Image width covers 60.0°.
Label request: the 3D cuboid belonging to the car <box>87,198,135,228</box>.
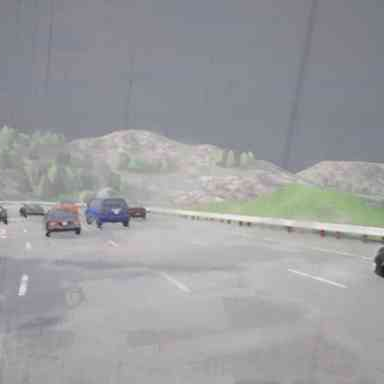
[{"bbox_3d":[-6.215,1.428,24.045,2.150,2.045,5.566,0,0,-29],"label":"car"}]

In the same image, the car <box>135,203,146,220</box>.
[{"bbox_3d":[-5.815,1.714,30.362,1.882,1.535,5.008,0,0,-30],"label":"car"}]

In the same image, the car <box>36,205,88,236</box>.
[{"bbox_3d":[-7.882,1.741,19.815,2.033,1.411,5.357,0,0,-27],"label":"car"}]

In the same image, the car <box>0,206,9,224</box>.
[{"bbox_3d":[-15.922,1.839,26.867,1.812,1.442,4.674,0,0,-31],"label":"car"}]

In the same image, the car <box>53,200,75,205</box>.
[{"bbox_3d":[-14.438,1.714,37.551,2.097,1.767,4.553,0,0,-33],"label":"car"}]

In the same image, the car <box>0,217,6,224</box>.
[{"bbox_3d":[-5.792,1.592,7.595,2.128,1.511,4.902,0,0,-24],"label":"car"}]

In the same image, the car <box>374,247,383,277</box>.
[{"bbox_3d":[6.089,1.483,6.565,1.837,1.490,4.892,0,-1,-22],"label":"car"}]

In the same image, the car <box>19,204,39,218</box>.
[{"bbox_3d":[-16.916,1.919,35.001,2.033,1.411,5.357,0,0,-33],"label":"car"}]
